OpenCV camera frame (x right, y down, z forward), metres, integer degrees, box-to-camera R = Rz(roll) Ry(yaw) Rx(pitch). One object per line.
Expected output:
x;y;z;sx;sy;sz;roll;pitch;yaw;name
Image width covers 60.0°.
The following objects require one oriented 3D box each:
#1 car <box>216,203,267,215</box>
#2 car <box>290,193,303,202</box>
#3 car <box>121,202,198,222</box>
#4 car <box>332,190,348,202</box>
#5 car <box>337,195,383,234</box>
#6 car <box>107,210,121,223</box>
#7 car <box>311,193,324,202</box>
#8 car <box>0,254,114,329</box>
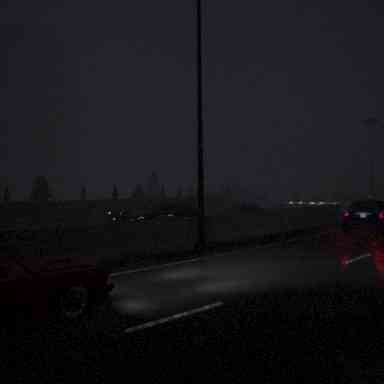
3.245;1.407;21.163;1.994;1.385;4.181;0;0;44;car
18.595;0.959;59.100;1.837;1.490;4.892;0;1;19;car
-1.753;1.402;21.131;4.892;1.490;1.837;-1;1;-44;car
24.987;0.623;56.184;2.150;2.045;5.566;0;0;20;car
9.695;1.146;17.522;2.097;1.767;4.553;0;0;44;car
-3.674;1.501;24.064;4.718;1.301;1.895;-1;0;-44;car
21.191;0.969;56.098;1.812;1.442;4.674;0;0;21;car
-3.780;1.611;5.474;4.718;1.301;1.895;-1;0;-36;car
